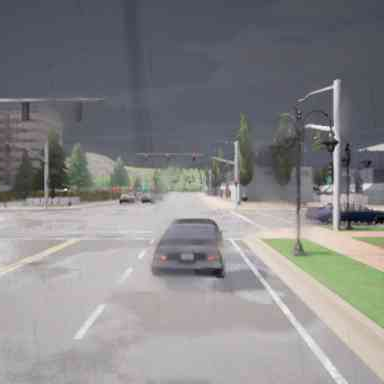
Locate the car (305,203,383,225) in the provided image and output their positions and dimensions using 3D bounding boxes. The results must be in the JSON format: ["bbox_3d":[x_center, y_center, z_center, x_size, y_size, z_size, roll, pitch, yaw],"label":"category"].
[{"bbox_3d":[10.435,1.427,22.190,5.357,1.411,2.033,0,0,5],"label":"car"}]

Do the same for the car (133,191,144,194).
[{"bbox_3d":[-10.425,1.153,69.057,2.128,1.511,4.902,0,0,0],"label":"car"}]

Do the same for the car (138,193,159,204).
[{"bbox_3d":[-7.007,1.311,53.714,1.895,1.301,4.718,0,0,0],"label":"car"}]

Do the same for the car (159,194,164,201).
[{"bbox_3d":[-6.925,1.167,69.088,2.033,1.411,5.357,0,0,0],"label":"car"}]

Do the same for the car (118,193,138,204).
[{"bbox_3d":[-10.507,1.310,53.742,1.895,1.301,4.718,0,0,0],"label":"car"}]

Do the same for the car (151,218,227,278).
[{"bbox_3d":[0.066,1.492,9.986,2.033,1.411,5.357,0,0,4],"label":"car"}]
